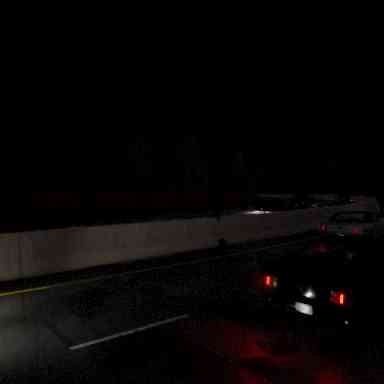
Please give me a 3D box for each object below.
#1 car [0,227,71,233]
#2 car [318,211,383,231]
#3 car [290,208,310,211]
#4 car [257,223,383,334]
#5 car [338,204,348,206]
[{"bbox_3d":[-7.009,1.573,11.994,5.357,1.411,2.033,0,0,-37],"label":"car"},{"bbox_3d":[7.652,1.527,15.202,4.718,1.301,1.895,0,0,-45],"label":"car"},{"bbox_3d":[12.838,1.073,38.337,2.150,2.045,5.566,0,0,33],"label":"car"},{"bbox_3d":[3.517,1.568,6.748,4.718,1.301,1.895,0,0,-39],"label":"car"},{"bbox_3d":[20.864,1.140,45.349,2.097,1.767,4.553,0,0,27],"label":"car"}]
